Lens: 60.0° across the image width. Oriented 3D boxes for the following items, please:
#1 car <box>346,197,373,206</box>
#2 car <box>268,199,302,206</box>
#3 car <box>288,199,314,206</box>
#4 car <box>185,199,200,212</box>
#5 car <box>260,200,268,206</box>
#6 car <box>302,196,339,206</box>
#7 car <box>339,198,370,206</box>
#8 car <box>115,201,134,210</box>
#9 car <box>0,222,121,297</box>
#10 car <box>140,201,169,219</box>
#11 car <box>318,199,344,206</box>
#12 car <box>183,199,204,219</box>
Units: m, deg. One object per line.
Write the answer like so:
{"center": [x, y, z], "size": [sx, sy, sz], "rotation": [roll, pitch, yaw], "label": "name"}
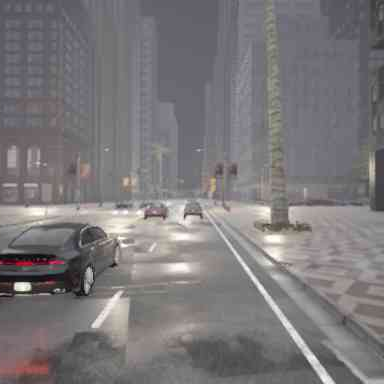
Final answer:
{"center": [32.090, 1.802, 63.680], "size": [4.097, 1.590, 1.967], "rotation": [0, -1, -1], "label": "car"}
{"center": [15.306, 1.843, 54.889], "size": [4.206, 1.307, 1.802], "rotation": [0, -1, -1], "label": "car"}
{"center": [20.814, 1.958, 63.501], "size": [4.313, 1.339, 1.947], "rotation": [0, -1, -1], "label": "car"}
{"center": [0.039, 1.742, 43.155], "size": [1.837, 1.490, 4.892], "rotation": [0, -1, 1], "label": "car"}
{"center": [15.174, 1.976, 63.412], "size": [4.313, 1.339, 1.947], "rotation": [0, -1, -1], "label": "car"}
{"center": [20.944, 1.558, 54.982], "size": [5.009, 1.841, 2.192], "rotation": [0, -1, -1], "label": "car"}
{"center": [26.582, 1.793, 55.066], "size": [4.313, 1.339, 1.947], "rotation": [0, -1, -1], "label": "car"}
{"center": [-9.759, 1.896, 48.406], "size": [1.895, 1.301, 4.718], "rotation": [0, -1, 0], "label": "car"}
{"center": [-3.152, 1.527, 8.608], "size": [1.837, 1.490, 4.892], "rotation": [0, 0, 0], "label": "car"}
{"center": [-3.155, 1.691, 30.095], "size": [1.994, 1.385, 4.181], "rotation": [0, 0, 0], "label": "car"}
{"center": [26.452, 1.958, 63.589], "size": [4.206, 1.307, 1.802], "rotation": [0, -1, -1], "label": "car"}
{"center": [0.101, 1.683, 31.138], "size": [2.033, 1.411, 5.357], "rotation": [0, 0, 0], "label": "car"}
